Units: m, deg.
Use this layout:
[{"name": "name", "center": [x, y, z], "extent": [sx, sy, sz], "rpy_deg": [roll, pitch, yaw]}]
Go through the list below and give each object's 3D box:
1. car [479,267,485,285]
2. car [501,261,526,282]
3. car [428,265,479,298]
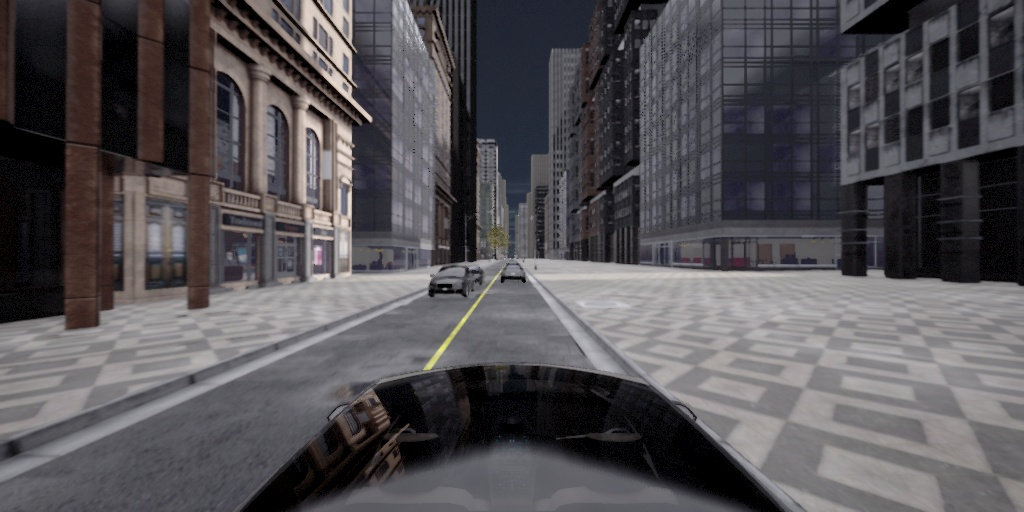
[{"name": "car", "center": [-2.995, 1.323, 25.788], "extent": [1.994, 1.385, 4.181], "rpy_deg": [0, 0, 0]}, {"name": "car", "center": [0.092, 1.326, 29.229], "extent": [1.994, 1.385, 4.181], "rpy_deg": [0, 0, 0]}, {"name": "car", "center": [-3.014, 1.265, 18.608], "extent": [1.837, 1.490, 4.892], "rpy_deg": [0, -1, 0]}]
